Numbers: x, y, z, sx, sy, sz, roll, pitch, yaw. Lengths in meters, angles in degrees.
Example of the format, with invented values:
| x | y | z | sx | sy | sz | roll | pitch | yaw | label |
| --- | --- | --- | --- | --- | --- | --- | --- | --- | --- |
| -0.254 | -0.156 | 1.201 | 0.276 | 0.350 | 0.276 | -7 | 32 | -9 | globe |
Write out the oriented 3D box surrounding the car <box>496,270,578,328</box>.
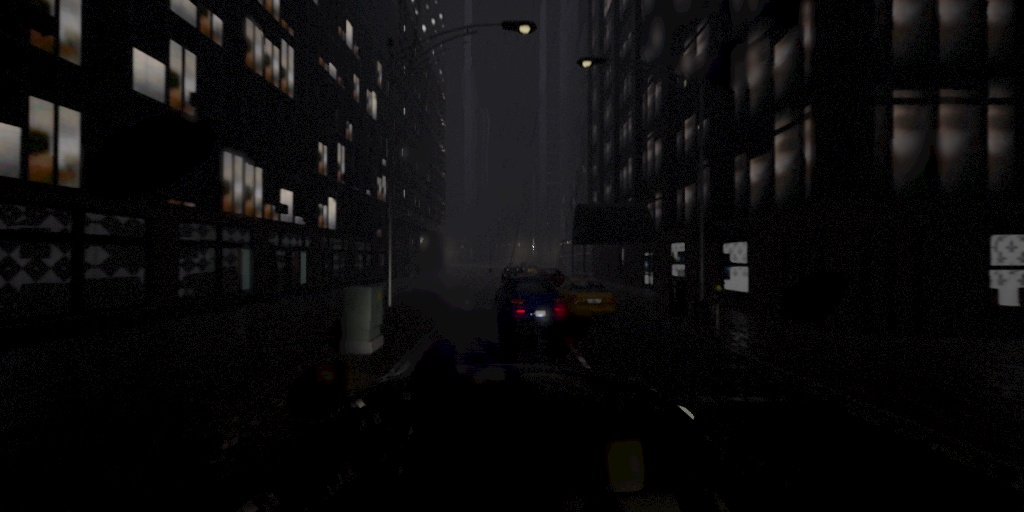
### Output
| x | y | z | sx | sy | sz | roll | pitch | yaw | label |
| --- | --- | --- | --- | --- | --- | --- | --- | --- | --- |
| 0.503 | 1.367 | 11.704 | 1.812 | 1.442 | 4.674 | 0 | -1 | -7 | car |

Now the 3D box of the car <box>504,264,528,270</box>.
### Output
| x | y | z | sx | sy | sz | roll | pitch | yaw | label |
| --- | --- | --- | --- | --- | --- | --- | --- | --- | --- |
| 0.102 | 1.613 | 30.685 | 1.895 | 1.301 | 4.718 | 0 | -1 | 0 | car |

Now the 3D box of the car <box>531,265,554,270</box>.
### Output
| x | y | z | sx | sy | sz | roll | pitch | yaw | label |
| --- | --- | --- | --- | --- | --- | --- | --- | --- | --- |
| 2.563 | 1.501 | 24.397 | 1.888 | 1.381 | 4.507 | 0 | 0 | 0 | car |

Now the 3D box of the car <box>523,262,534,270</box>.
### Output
| x | y | z | sx | sy | sz | roll | pitch | yaw | label |
| --- | --- | --- | --- | --- | --- | --- | --- | --- | --- |
| 2.561 | 1.679 | 46.772 | 1.751 | 1.417 | 4.829 | 0 | 0 | 0 | car |

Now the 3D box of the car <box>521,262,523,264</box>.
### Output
| x | y | z | sx | sy | sz | roll | pitch | yaw | label |
| --- | --- | --- | --- | --- | --- | --- | --- | --- | --- |
| 0.095 | 1.752 | 46.415 | 1.895 | 1.301 | 4.718 | 0 | -1 | 0 | car |

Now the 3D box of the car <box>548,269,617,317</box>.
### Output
| x | y | z | sx | sy | sz | roll | pitch | yaw | label |
| --- | --- | --- | --- | --- | --- | --- | --- | --- | --- |
| 2.564 | 1.381 | 13.464 | 1.751 | 1.417 | 4.829 | 0 | 0 | 0 | car |
